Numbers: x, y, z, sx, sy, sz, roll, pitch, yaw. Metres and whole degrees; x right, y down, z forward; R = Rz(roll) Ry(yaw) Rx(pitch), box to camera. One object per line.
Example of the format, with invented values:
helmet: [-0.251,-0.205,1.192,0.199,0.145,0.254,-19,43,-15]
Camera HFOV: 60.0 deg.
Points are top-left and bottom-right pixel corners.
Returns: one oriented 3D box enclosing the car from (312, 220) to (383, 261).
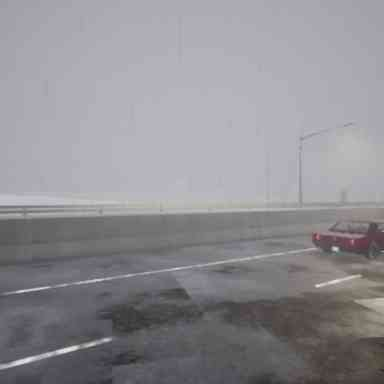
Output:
car: [6.900,1.749,13.024,4.718,1.301,1.895,1,0,-35]
